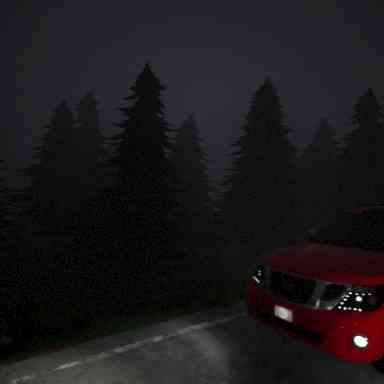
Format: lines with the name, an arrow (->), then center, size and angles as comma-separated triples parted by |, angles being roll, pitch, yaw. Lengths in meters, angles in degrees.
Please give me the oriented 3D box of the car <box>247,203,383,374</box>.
car -> 3.558, 1.240, 5.776 | 5.566, 2.045, 2.150 | 0, -1, -31
